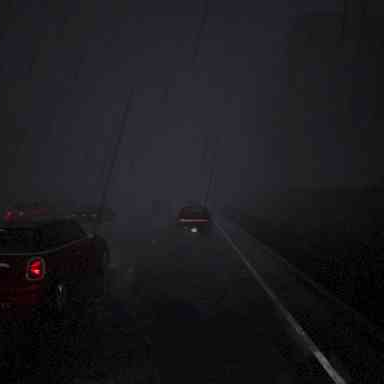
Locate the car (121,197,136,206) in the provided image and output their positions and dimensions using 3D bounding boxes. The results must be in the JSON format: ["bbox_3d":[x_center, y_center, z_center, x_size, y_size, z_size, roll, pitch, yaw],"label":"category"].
[{"bbox_3d":[-10.415,1.523,54.667,1.837,1.490,4.892,0,0,0],"label":"car"}]

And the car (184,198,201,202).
[{"bbox_3d":[0.089,1.505,41.452,2.128,1.511,4.902,0,0,0],"label":"car"}]

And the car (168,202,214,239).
[{"bbox_3d":[0.096,1.497,17.328,2.128,1.511,4.902,0,0,0],"label":"car"}]

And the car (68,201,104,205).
[{"bbox_3d":[-6.907,1.555,23.747,2.033,1.411,5.357,0,0,0],"label":"car"}]

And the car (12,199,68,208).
[{"bbox_3d":[-10.406,1.359,22.390,2.097,1.767,4.553,0,0,0],"label":"car"}]

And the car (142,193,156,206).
[{"bbox_3d":[-6.915,1.239,55.097,2.150,2.045,5.566,0,0,0],"label":"car"}]

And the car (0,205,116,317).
[{"bbox_3d":[-3.397,1.353,7.625,2.097,1.767,4.553,0,0,0],"label":"car"}]

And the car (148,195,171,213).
[{"bbox_3d":[-3.410,1.490,37.257,1.882,1.535,5.008,0,0,0],"label":"car"}]

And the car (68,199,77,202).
[{"bbox_3d":[-13.534,1.516,36.536,1.837,1.490,4.892,0,0,3],"label":"car"}]
